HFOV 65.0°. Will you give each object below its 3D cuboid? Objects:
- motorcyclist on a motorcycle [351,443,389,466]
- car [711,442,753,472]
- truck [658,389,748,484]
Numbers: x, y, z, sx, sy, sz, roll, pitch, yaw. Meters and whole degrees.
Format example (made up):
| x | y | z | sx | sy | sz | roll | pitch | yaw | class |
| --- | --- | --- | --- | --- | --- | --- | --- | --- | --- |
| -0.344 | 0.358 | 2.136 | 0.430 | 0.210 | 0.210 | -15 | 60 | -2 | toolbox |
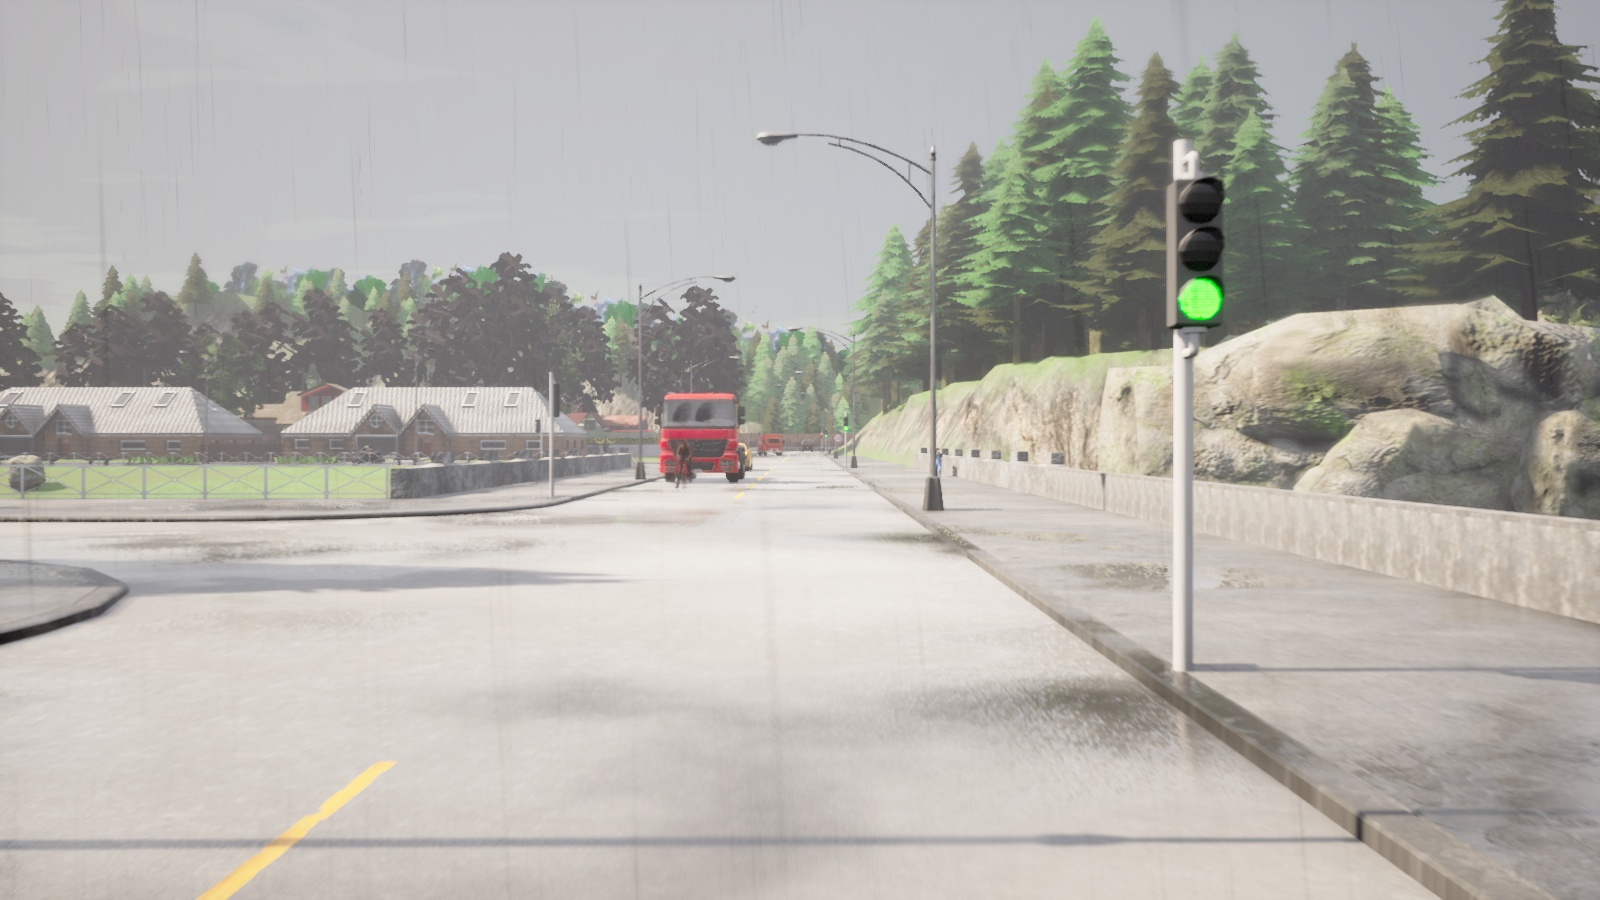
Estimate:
| x | y | z | sx | sy | sz | roll | pitch | yaw | class |
| --- | --- | --- | --- | --- | --- | --- | --- | --- | --- |
| -28.534 | 0.289 | 83.331 | 2.191 | 1.530 | 0.866 | 0 | 0 | 0 | motorcyclist on a motorcycle |
| -3.580 | 0.344 | 66.942 | 1.882 | 1.535 | 5.008 | 0 | 0 | 1 | car |
| -3.696 | -0.519 | 49.762 | 2.891 | 3.462 | 7.936 | 0 | 0 | 0 | truck |
